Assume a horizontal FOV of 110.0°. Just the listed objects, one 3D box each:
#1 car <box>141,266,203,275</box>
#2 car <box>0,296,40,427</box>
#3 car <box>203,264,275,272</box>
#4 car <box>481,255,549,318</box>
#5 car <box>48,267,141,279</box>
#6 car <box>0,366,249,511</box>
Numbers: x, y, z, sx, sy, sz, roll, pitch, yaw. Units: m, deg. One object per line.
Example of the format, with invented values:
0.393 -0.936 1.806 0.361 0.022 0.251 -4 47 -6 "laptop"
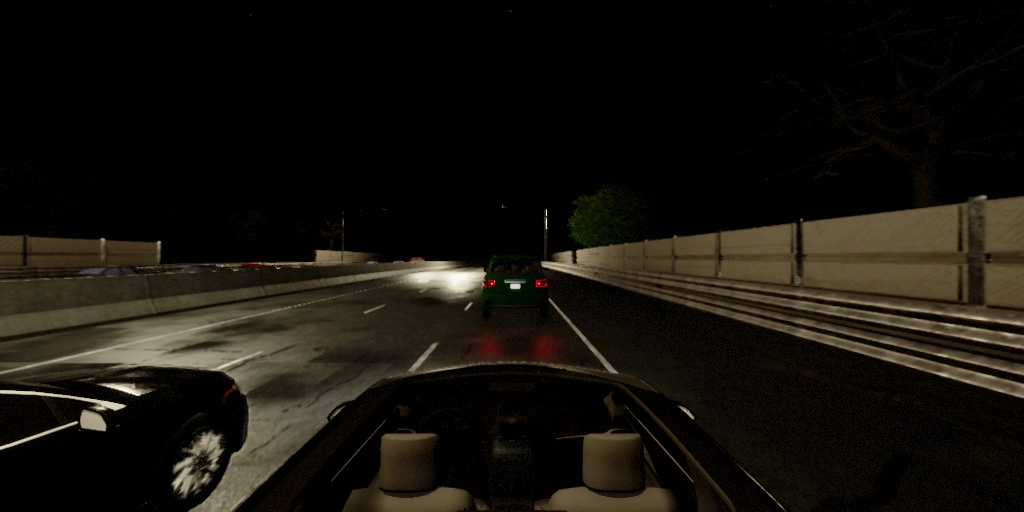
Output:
-21.101 1.357 24.212 2.033 1.411 5.357 0 0 0 "car"
-6.899 1.255 2.093 1.837 1.490 4.892 0 0 0 "car"
-17.598 1.287 24.162 1.882 1.535 5.008 0 0 0 "car"
0.100 0.999 13.279 2.150 2.045 5.566 0 0 0 "car"
-24.602 1.348 21.800 2.033 1.411 5.357 0 0 0 "car"
-3.400 1.254 1.396 1.837 1.490 4.892 0 0 0 "car"
